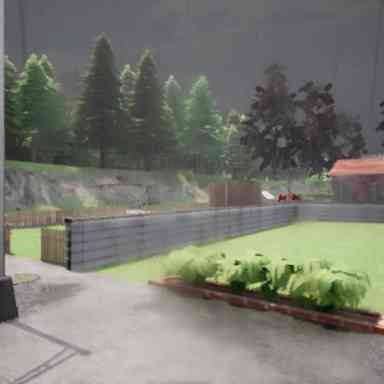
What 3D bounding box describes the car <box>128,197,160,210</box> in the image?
[{"bbox_3d":[-6.246,1.406,43.599,2.097,1.767,4.553,0,0,36],"label":"car"}]
